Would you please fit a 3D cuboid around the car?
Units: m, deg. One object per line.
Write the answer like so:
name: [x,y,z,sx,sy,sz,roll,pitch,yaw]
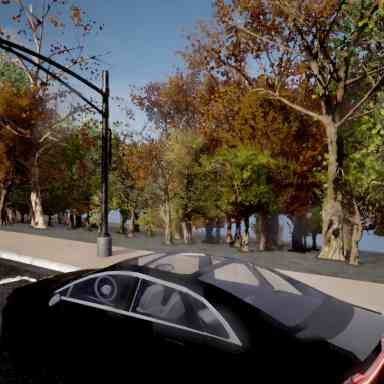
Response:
car: [-0.395,1.491,3.974,4.902,1.511,2.128,0,0,36]
